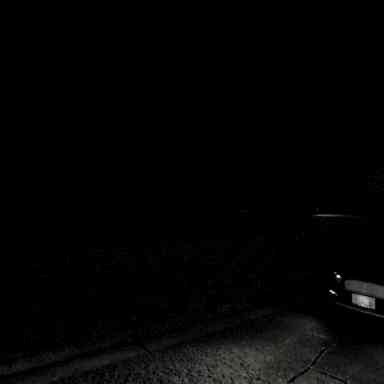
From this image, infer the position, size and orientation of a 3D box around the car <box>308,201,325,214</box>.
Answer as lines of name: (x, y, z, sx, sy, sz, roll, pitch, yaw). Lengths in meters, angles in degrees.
car: (12.051, 1.714, 37.710, 1.837, 1.490, 4.892, 1, -1, -36)

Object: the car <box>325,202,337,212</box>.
car: (15.957, 1.799, 42.462, 1.752, 1.417, 4.829, 0, 0, -36)

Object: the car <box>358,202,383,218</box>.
car: (17.908, 1.710, 29.641, 1.895, 1.301, 4.718, 1, -1, -37)

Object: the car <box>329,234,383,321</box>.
car: (4.747, 1.493, 6.769, 4.902, 1.511, 2.128, 0, 0, -36)

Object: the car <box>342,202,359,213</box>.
car: (19.350, 1.761, 37.765, 1.887, 1.381, 4.507, 0, 0, -36)
